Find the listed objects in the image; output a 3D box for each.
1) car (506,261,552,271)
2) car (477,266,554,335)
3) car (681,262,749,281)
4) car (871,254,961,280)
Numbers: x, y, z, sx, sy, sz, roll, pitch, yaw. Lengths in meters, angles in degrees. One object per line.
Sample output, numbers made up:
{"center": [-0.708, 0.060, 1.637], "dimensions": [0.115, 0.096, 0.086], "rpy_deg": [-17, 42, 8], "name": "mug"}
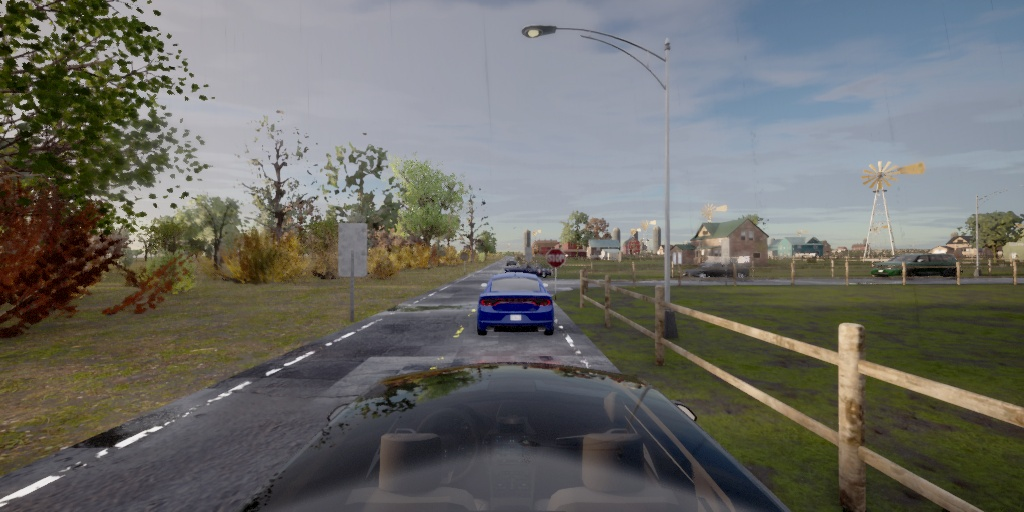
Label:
{"center": [1.356, 1.342, 32.330], "dimensions": [1.895, 1.301, 4.718], "rpy_deg": [0, 0, -40], "name": "car"}
{"center": [0.082, 1.227, 10.484], "dimensions": [1.882, 1.535, 5.008], "rpy_deg": [0, 0, 0], "name": "car"}
{"center": [15.924, 1.186, 28.203], "dimensions": [4.892, 1.490, 1.837], "rpy_deg": [0, 0, -1], "name": "car"}
{"center": [32.013, 0.836, 28.515], "dimensions": [5.566, 2.045, 2.150], "rpy_deg": [0, 0, -1], "name": "car"}
